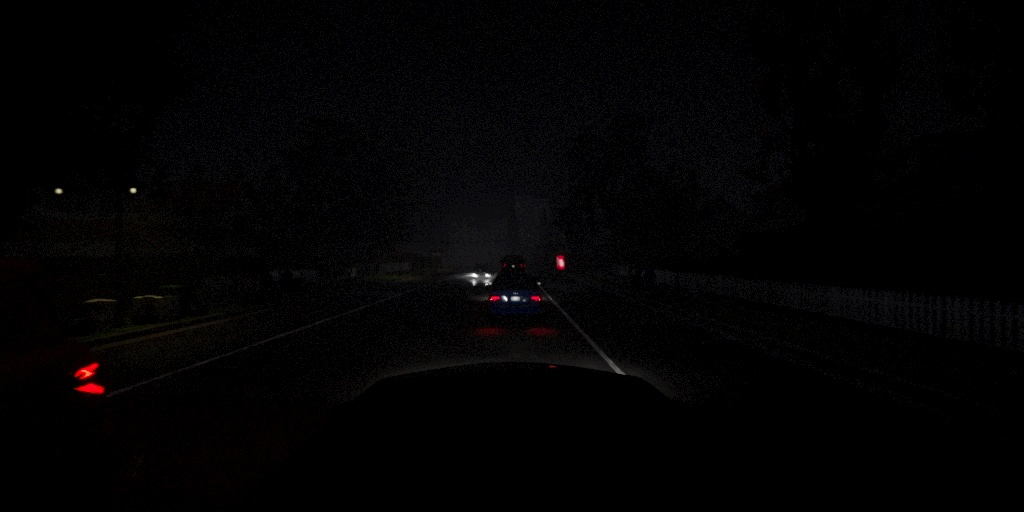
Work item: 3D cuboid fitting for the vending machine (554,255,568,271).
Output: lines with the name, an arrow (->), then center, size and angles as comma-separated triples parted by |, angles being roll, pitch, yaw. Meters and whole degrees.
vending machine -> 6.883, 0.885, 50.627 | 1.100, 2.100, 0.880 | 0, 0, 0

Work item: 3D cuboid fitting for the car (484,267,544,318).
car -> 0.100, 1.296, 13.003 | 2.033, 1.411, 5.357 | 0, 0, 0

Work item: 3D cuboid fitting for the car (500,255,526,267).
car -> 0.099, 0.940, 32.324 | 2.150, 2.045, 5.566 | 0, 0, 0

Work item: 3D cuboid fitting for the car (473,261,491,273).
car -> -3.581, 1.302, 42.785 | 1.895, 1.301, 4.718 | 0, 0, 0
